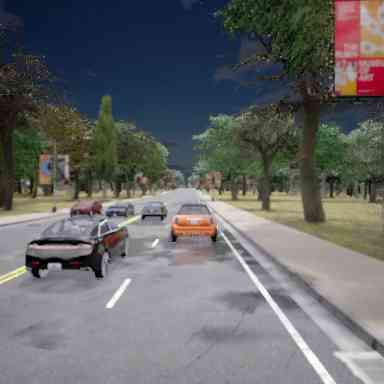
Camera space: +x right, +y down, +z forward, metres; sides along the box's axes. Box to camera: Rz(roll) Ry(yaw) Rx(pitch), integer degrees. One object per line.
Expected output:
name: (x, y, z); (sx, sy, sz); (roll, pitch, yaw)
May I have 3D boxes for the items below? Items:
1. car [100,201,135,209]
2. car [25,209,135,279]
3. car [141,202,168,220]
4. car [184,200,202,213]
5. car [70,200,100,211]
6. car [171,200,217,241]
car: (-6.514, 1.564, 30.804); (2.033, 1.411, 5.357); (0, 0, 0)
car: (-3.150, 1.495, 10.054); (2.128, 1.511, 4.902); (0, 0, 0)
car: (-3.148, 1.564, 28.500); (2.033, 1.411, 5.357); (0, 0, 0)
car: (0.103, 1.613, 37.788); (1.895, 1.301, 4.718); (0, 0, 0)
car: (-9.762, 1.494, 31.042); (1.882, 1.535, 5.008); (0, 0, 0)
car: (0.102, 1.361, 16.965); (2.097, 1.767, 4.553); (0, 0, 0)
